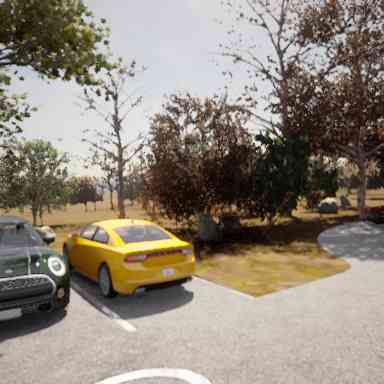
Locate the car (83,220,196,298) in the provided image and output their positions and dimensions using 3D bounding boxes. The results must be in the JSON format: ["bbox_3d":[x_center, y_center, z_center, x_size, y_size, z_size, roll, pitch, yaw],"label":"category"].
[{"bbox_3d":[-1.907,1.462,8.692,2.097,1.535,5.008,0,0,-35],"label":"car"}]

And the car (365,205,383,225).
[{"bbox_3d":[11.345,0.918,16.903,5.008,1.535,1.882,-2,1,-10],"label":"car"}]

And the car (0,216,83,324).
[{"bbox_3d":[-4.186,1.351,7.112,2.185,1.767,4.553,0,0,-35],"label":"car"}]
